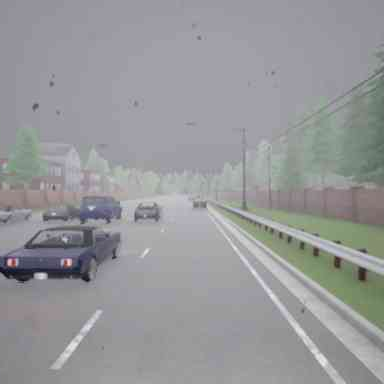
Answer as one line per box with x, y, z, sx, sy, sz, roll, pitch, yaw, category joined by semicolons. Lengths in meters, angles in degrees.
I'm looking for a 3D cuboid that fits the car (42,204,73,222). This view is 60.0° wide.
-10.407;1.623;27.028;1.994;1.385;4.181;0;0;0;car

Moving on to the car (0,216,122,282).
-3.408;1.622;9.743;1.895;1.301;4.718;0;0;0;car

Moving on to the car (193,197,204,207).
1.048;1.627;55.202;1.837;1.490;4.892;0;0;0;car

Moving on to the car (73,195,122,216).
-6.907;1.278;25.532;2.150;2.045;5.566;0;0;0;car

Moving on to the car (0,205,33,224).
-13.854;1.655;24.929;1.895;1.301;4.718;0;0;-1;car

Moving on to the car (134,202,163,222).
-3.408;1.550;26.541;2.128;1.511;4.902;0;0;0;car

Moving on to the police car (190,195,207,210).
1.048;1.525;45.312;1.930;1.638;5.238;0;0;0;police car

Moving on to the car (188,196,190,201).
-0.002;1.544;80.884;1.994;1.385;4.181;0;0;0;car
